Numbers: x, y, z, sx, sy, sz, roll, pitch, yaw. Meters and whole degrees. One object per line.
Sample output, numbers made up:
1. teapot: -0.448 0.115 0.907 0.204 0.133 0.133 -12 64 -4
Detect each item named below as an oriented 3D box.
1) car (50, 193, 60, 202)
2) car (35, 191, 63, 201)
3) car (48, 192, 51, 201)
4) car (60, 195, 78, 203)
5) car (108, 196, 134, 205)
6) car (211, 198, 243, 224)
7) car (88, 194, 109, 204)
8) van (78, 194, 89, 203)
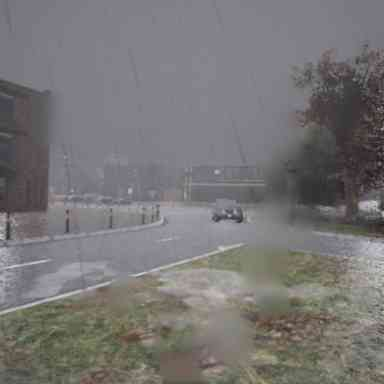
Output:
1. car: -27.905 1.392 73.257 2.097 1.535 5.008 2 -1 30
2. car: -32.595 0.983 75.979 2.435 2.045 5.566 2 -1 30
3. car: -30.205 1.316 74.581 2.231 1.521 4.892 2 -1 30
4. car: -25.361 1.354 71.852 2.185 1.767 4.553 2 -1 30
5. car: -13.429 1.865 64.976 2.163 1.488 4.792 2 -1 30
6. car: 2.895 1.548 28.667 2.150 2.045 5.566 1 -1 -1
7. car: -18.114 1.583 67.721 2.185 1.767 4.553 2 -1 30
8. van: -20.709 1.404 69.034 1.878 1.987 4.442 2 -1 30
